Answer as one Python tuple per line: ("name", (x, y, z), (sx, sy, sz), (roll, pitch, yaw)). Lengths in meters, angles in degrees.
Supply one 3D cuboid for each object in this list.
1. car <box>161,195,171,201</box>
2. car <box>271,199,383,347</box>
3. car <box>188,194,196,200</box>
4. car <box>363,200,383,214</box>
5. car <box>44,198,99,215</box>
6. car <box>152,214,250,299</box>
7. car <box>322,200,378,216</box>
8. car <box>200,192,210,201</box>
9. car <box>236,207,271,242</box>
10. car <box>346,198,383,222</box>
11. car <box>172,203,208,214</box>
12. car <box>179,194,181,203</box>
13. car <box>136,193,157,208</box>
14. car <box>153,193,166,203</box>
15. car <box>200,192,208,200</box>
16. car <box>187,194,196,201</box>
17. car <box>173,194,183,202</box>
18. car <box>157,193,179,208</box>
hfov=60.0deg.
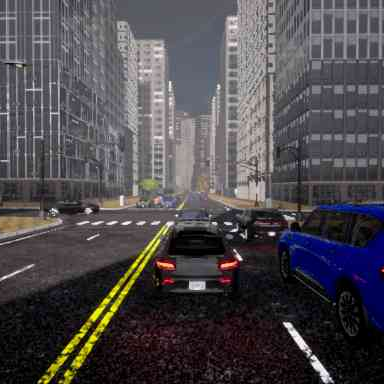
("car", (-6.574, 1.446, 83.597), (2.033, 1.411, 5.357), (0, 0, 0))
("car", (3.348, 1.218, 6.453), (2.150, 2.045, 5.566), (0, 0, 0))
("car", (-0.079, 1.282, 89.627), (2.033, 1.411, 5.357), (0, 0, 0))
("car", (21.777, 1.643, 36.725), (4.829, 1.417, 1.752), (1, 0, 1))
("car", (-11.487, 1.385, 31.965), (5.008, 1.535, 1.882), (0, 1, -7))
("car", (0.092, 1.522, 8.310), (1.812, 1.442, 4.674), (0, 0, 0))
("car", (16.196, 1.616, 34.219), (4.892, 1.490, 1.837), (0, 1, 0))
("car", (3.180, 1.443, 79.630), (1.812, 1.442, 4.674), (0, 0, 0))
("car", (3.336, 1.496, 16.314), (1.837, 1.490, 4.892), (0, 0, 0))
("car", (16.176, 1.519, 28.434), (5.009, 1.841, 2.192), (1, 0, 1))
("car", (0.086, 1.538, 17.584), (2.033, 1.411, 5.357), (0, 0, 0))
("car", (-3.385, 1.503, 57.394), (2.033, 1.411, 5.357), (0, 0, 0))
("car", (-6.669, 1.318, 47.873), (2.097, 1.767, 4.553), (0, 0, 1))
("car", (-6.570, 1.165, 68.523), (2.150, 2.045, 5.566), (0, 0, 0))
("car", (3.171, 0.968, 89.659), (2.150, 2.045, 5.566), (0, 0, 0))
("car", (-0.070, 1.443, 79.627), (1.812, 1.442, 4.674), (0, 0, 0))
("car", (-3.320, 1.284, 77.834), (2.097, 1.767, 4.553), (0, 0, 0))
("car", (-3.387, 1.318, 47.921), (2.097, 1.767, 4.553), (0, 0, 0))
